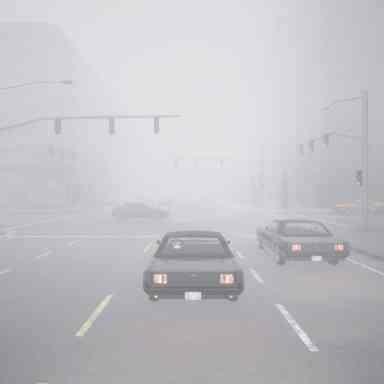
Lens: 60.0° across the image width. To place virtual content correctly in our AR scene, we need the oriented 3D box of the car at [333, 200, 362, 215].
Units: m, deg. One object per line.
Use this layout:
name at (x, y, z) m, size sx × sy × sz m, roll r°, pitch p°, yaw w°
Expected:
car at (17.189, 1.533, 34.278) m, size 5.008 × 1.535 × 1.882 m, roll 0°, pitch 0°, yaw 0°

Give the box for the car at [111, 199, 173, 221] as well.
car at (-4.188, 1.551, 27.086) m, size 4.674 × 1.442 × 1.812 m, roll 0°, pitch 0°, yaw 0°

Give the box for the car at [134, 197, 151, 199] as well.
car at (-7.547, 1.505, 47.854) m, size 1.837 × 1.490 × 4.892 m, roll 0°, pitch 0°, yaw 0°

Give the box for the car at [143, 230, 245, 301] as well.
car at (0.038, 1.601, 8.267) m, size 1.895 × 1.301 × 4.718 m, roll 0°, pitch 0°, yaw 0°

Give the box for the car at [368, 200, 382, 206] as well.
car at (19.254, 1.547, 30.777) m, size 4.902 × 1.511 × 2.128 m, roll 0°, pitch 0°, yaw 0°

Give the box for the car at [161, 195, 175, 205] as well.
car at (-4.065, 1.547, 50.263) m, size 2.033 × 1.411 × 5.357 m, roll 0°, pitch 0°, yaw 0°

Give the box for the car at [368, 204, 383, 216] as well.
car at (3.593, 1.221, 1.903) m, size 2.150 × 2.045 × 5.566 m, roll 0°, pitch 0°, yaw 0°

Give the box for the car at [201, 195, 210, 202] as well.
car at (3.248, 1.595, 77.408) m, size 1.895 × 1.301 × 4.718 m, roll 0°, pitch 0°, yaw 1°

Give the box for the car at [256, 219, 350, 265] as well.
car at (3.542, 1.601, 11.655) m, size 1.895 × 1.301 × 4.718 m, roll 0°, pitch 0°, yaw 0°

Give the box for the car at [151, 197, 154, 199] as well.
car at (-7.516, 1.547, 58.421) m, size 2.033 × 1.411 × 5.357 m, roll 0°, pitch 0°, yaw 0°

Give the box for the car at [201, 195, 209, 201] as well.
car at (3.343, 1.552, 87.383) m, size 1.994 × 1.385 × 4.181 m, roll 0°, pitch 0°, yaw 1°

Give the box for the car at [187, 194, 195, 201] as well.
car at (-0.159, 1.355, 87.252) m, size 2.097 × 1.767 × 4.553 m, roll 0°, pitch 0°, yaw 1°

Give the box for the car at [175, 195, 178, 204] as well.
car at (-3.984, 1.504, 60.106) m, size 1.837 × 1.490 × 4.892 m, roll 0°, pitch 0°, yaw 1°
